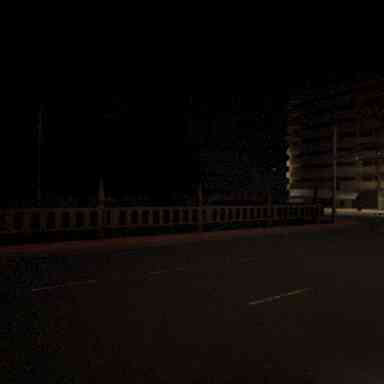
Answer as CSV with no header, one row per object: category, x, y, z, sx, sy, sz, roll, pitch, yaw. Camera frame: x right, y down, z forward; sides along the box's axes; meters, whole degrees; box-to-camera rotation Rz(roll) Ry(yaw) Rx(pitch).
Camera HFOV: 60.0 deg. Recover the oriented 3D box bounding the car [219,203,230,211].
car,3.707,1.897,46.548,2.128,1.511,4.902,0,1,-27
